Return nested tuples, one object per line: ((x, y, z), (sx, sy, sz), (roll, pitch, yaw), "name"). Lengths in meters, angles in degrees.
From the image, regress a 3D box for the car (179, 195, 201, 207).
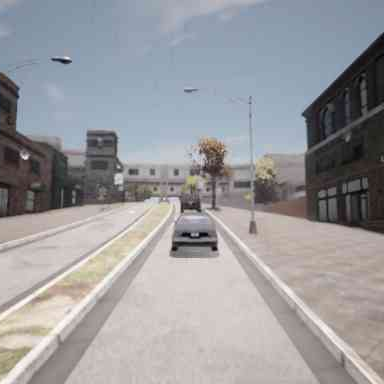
((-0.216, 1.291, 36.210), (2.150, 2.045, 5.566), (0, 0, -2), "car")

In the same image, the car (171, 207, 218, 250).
((0.099, 1.577, 14.399), (2.033, 1.411, 5.357), (0, 0, 0), "car")
